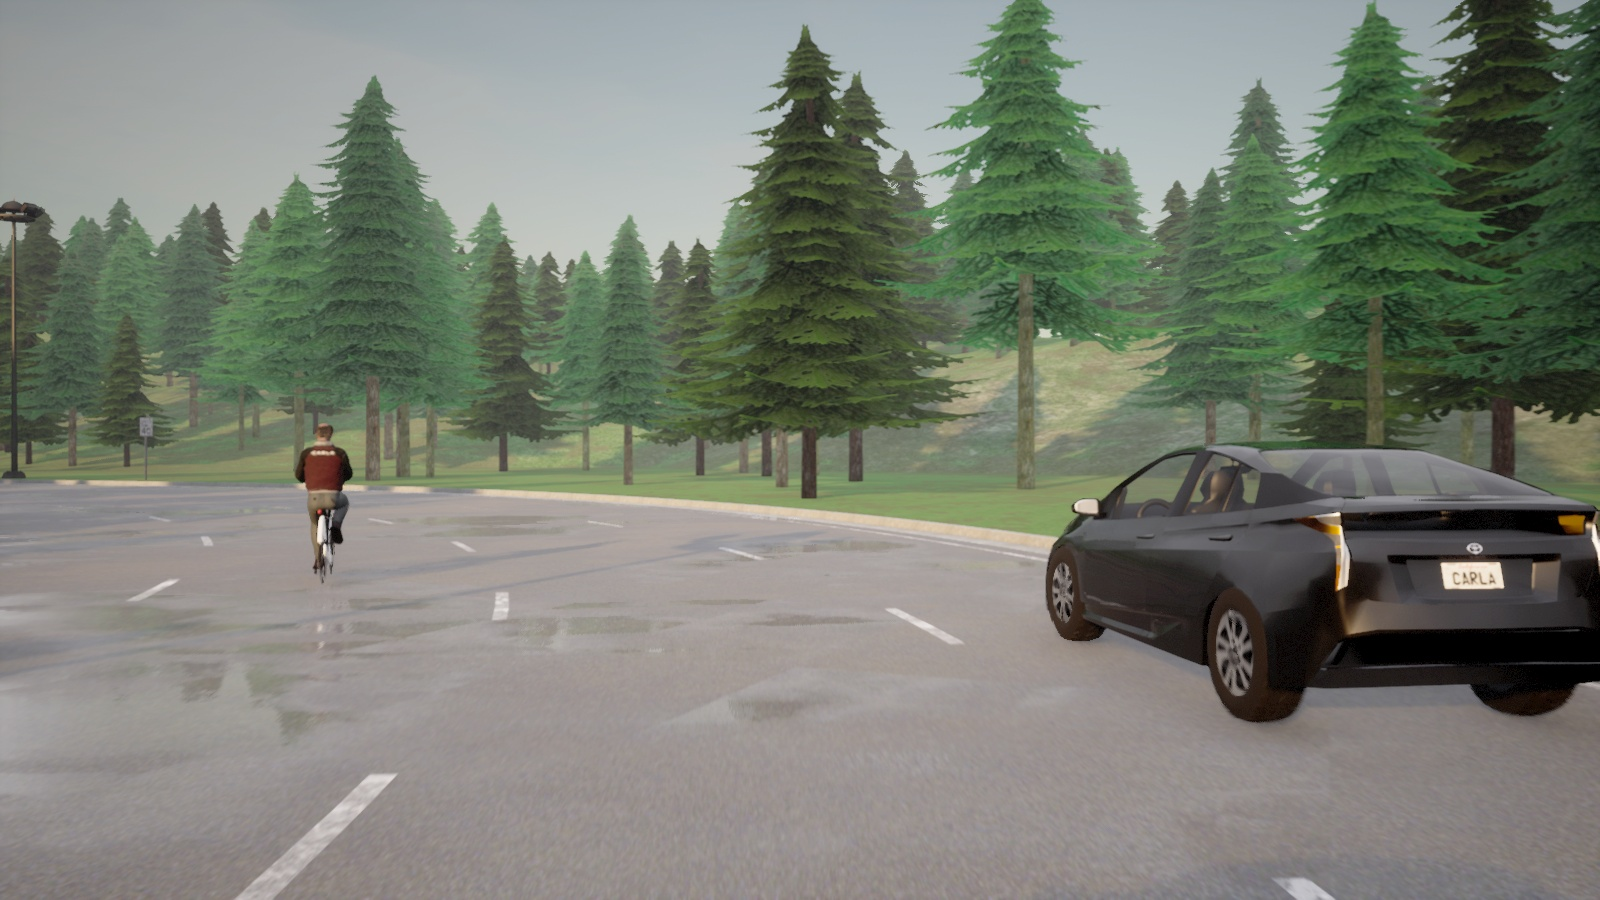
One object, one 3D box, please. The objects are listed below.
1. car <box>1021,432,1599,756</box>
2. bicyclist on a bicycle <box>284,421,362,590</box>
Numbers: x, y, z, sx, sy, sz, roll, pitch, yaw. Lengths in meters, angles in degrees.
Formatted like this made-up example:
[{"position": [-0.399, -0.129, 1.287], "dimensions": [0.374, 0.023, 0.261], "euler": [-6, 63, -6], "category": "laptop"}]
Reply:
[{"position": [3.067, 0.675, 8.263], "dimensions": [2.007, 1.525, 4.514], "euler": [0, 0, -6], "category": "car"}, {"position": [-5.368, 0.580, 14.206], "dimensions": [0.659, 1.776, 1.843], "euler": [-1, 1, -16], "category": "bicyclist on a bicycle"}]
